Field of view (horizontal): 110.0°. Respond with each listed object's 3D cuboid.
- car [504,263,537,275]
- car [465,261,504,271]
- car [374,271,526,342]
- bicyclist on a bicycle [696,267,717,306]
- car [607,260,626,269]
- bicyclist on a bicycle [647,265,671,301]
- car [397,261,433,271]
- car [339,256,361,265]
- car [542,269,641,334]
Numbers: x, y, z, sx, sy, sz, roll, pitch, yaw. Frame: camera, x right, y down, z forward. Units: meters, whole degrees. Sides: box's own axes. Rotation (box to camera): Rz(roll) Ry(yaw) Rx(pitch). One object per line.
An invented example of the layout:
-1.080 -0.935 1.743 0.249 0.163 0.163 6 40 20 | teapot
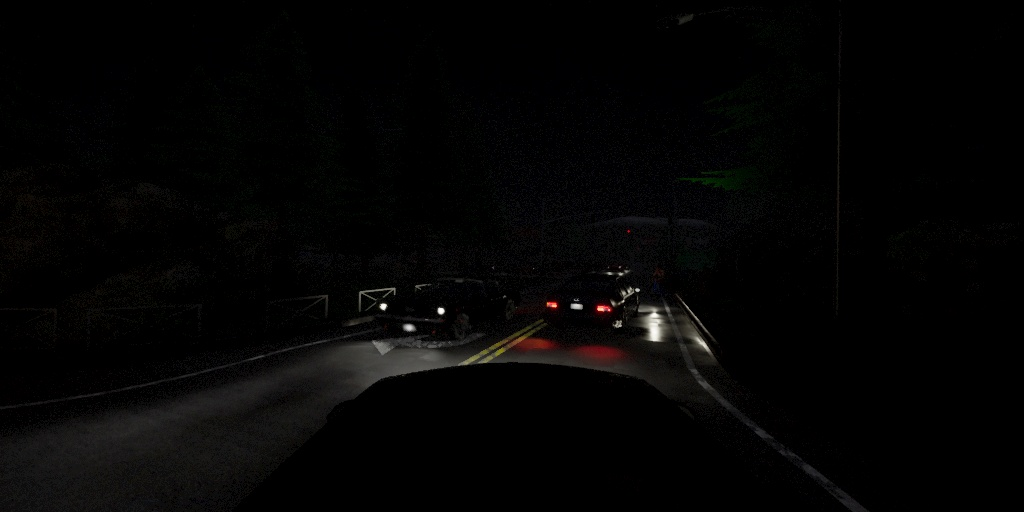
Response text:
0.992 1.661 46.792 4.674 1.442 1.812 1 0 22 | car
-3.770 1.391 44.810 4.553 1.767 2.097 1 -1 21 | car
-1.359 1.213 9.525 1.895 1.301 4.718 1 -1 21 | car
8.214 1.273 15.098 1.656 1.620 0.582 1 0 -33 | bicyclist on a bicycle
15.881 1.637 54.920 2.097 1.767 4.553 1 -1 21 | car
6.802 1.258 16.514 1.656 1.620 0.582 1 0 -30 | bicyclist on a bicycle
-13.089 1.396 48.408 5.008 1.535 1.882 1 -1 21 | car
-22.666 1.018 52.409 5.566 2.045 2.150 1 -1 25 | car
2.534 1.231 10.403 2.033 1.411 5.357 1 -1 25 | car
